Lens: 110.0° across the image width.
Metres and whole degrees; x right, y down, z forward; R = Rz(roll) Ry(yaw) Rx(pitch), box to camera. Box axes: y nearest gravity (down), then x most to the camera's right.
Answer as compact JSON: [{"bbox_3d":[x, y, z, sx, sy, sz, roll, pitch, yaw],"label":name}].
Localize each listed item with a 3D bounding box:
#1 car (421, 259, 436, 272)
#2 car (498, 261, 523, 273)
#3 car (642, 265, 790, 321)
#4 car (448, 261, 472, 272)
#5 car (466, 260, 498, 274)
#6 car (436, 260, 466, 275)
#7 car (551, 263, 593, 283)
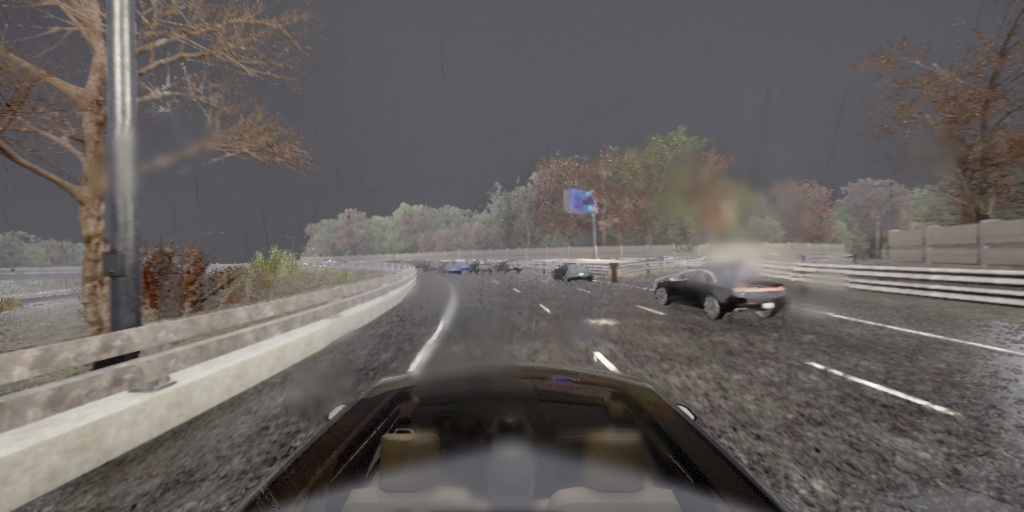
[{"bbox_3d":[-10.496,1.471,48.551,1.994,1.385,4.181,-1,0,-28],"label":"car"},{"bbox_3d":[-0.455,1.263,42.971,2.033,1.411,5.357,-1,0,-21],"label":"car"},{"bbox_3d":[6.530,1.104,11.845,2.128,1.511,4.902,-1,0,-5],"label":"car"},{"bbox_3d":[-7.367,1.408,50.118,1.994,1.385,4.181,-1,0,-28],"label":"car"},{"bbox_3d":[-3.689,1.272,41.622,2.128,1.511,4.902,-1,0,-21],"label":"car"},{"bbox_3d":[-6.989,1.410,40.466,1.994,1.385,4.181,-1,0,-21],"label":"car"},{"bbox_3d":[4.324,1.208,26.499,1.994,1.385,4.181,-1,0,-13],"label":"car"}]
